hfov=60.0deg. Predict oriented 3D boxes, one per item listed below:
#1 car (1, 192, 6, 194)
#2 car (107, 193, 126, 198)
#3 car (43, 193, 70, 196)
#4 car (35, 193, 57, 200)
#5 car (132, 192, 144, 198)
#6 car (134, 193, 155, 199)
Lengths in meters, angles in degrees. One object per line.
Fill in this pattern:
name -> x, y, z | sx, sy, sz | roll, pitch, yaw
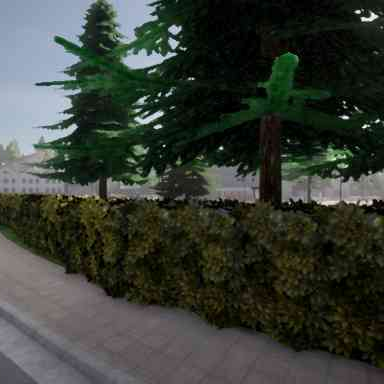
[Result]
car -> -44.638, 1.040, 80.805 | 3.866, 1.878, 1.905 | 0, 0, -36
car -> -20.372, 1.122, 90.295 | 5.027, 1.636, 2.152 | 0, 0, -36
car -> -29.649, 1.269, 72.179 | 4.514, 1.523, 2.007 | 0, 0, -36
car -> -36.329, 1.063, 82.718 | 4.605, 1.855, 1.932 | 0, 0, -36
car -> -10.889, 1.072, 77.775 | 4.605, 1.855, 1.932 | 0, 0, -36
car -> -7.941, 1.365, 60.690 | 3.806, 1.475, 1.970 | 0, 0, -36
